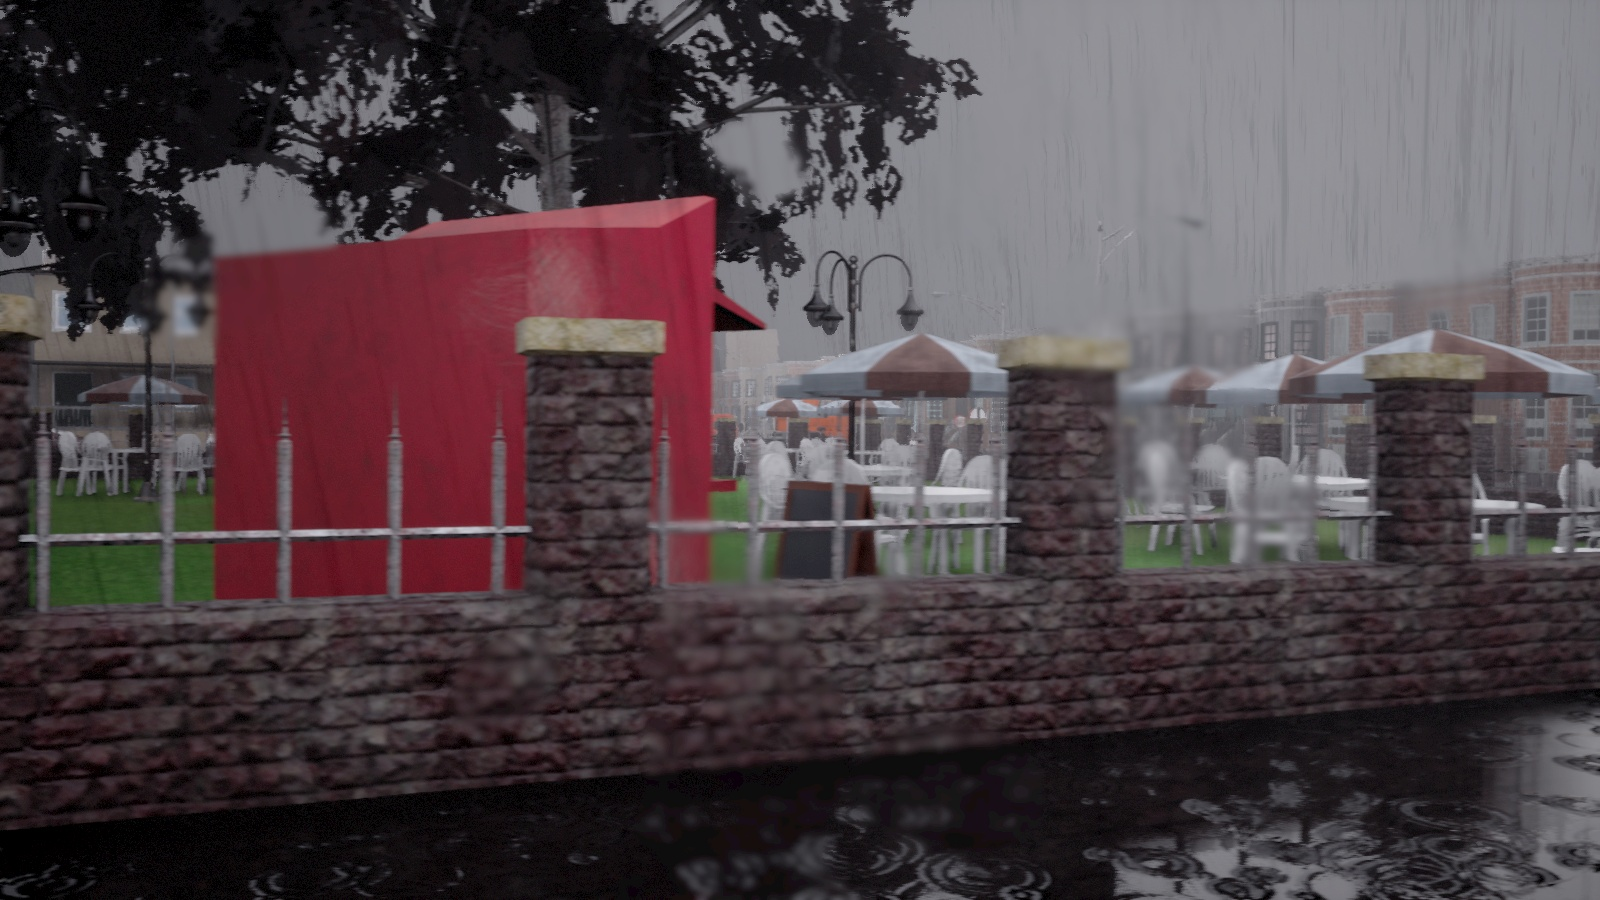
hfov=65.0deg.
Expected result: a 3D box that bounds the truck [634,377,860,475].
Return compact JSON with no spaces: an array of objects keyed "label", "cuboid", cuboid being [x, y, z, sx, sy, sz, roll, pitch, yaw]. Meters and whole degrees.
[{"label":"truck","cuboid":[-1.968,-0.930,47.119,7.936,3.462,2.891,-1,1,-21]}]

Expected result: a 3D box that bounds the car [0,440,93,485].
[{"label":"car","cuboid":[-26.519,0.425,42.121,4.674,1.442,1.812,-1,1,-21]}]

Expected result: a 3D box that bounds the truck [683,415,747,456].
[{"label":"truck","cuboid":[-5.400,-0.922,79.347,2.627,2.467,5.204,-1,1,-21]}]
